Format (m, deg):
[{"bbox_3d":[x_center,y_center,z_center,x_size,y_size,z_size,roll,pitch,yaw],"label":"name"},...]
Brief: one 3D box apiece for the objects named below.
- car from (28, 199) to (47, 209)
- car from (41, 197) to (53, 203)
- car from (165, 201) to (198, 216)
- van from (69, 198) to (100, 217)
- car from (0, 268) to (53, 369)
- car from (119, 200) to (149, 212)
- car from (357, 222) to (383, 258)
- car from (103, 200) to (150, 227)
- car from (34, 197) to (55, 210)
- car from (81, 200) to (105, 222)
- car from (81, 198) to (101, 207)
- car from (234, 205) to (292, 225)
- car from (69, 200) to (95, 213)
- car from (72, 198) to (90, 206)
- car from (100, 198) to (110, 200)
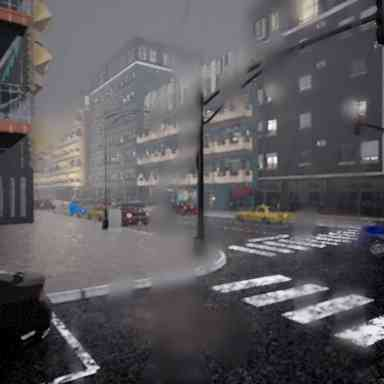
[{"bbox_3d":[-24.057,1.850,51.743,1.947,1.339,4.313,-1,0,-36],"label":"car"},{"bbox_3d":[-36.583,1.873,83.617,1.887,1.381,4.507,-1,0,-36],"label":"car"},{"bbox_3d":[-1.130,1.586,34.128,1.967,1.590,4.097,-1,0,-36],"label":"car"},{"bbox_3d":[-11.167,1.563,33.747,1.690,1.788,3.998,-1,0,-36],"label":"van"},{"bbox_3d":[-3.957,1.542,3.750,4.403,1.369,2.008,1,-1,-36],"label":"car"},{"bbox_3d":[-7.575,1.726,43.127,2.008,1.369,4.403,-1,0,-36],"label":"car"},{"bbox_3d":[8.151,1.662,11.408,1.812,1.442,4.674,-1,0,-36],"label":"car"},{"bbox_3d":[-4.720,1.633,24.751,1.967,1.590,4.097,-1,0,-36],"label":"car"},{"bbox_3d":[-20.835,1.708,47.244,1.967,1.590,4.097,-1,0,-36],"label":"car"},{"bbox_3d":[-7.843,1.732,29.111,1.752,1.417,4.829,-1,0,-36],"label":"car"},{"bbox_3d":[-17.245,1.788,56.623,1.947,1.339,4.313,-1,0,-36],"label":"car"},{"bbox_3d":[5.218,1.643,25.270,1.752,1.417,4.829,-1,0,-36],"label":"car"},{"bbox_3d":[-14.020,1.758,42.355,1.812,1.442,4.674,-1,0,-36],"label":"car"},{"bbox_3d":[-20.468,1.790,61.122,2.008,1.369,4.403,-1,0,-36],"label":"car"},{"bbox_3d":[-14.023,1.646,52.124,1.967,1.590,4.097,-1,0,-36],"label":"car"}]
